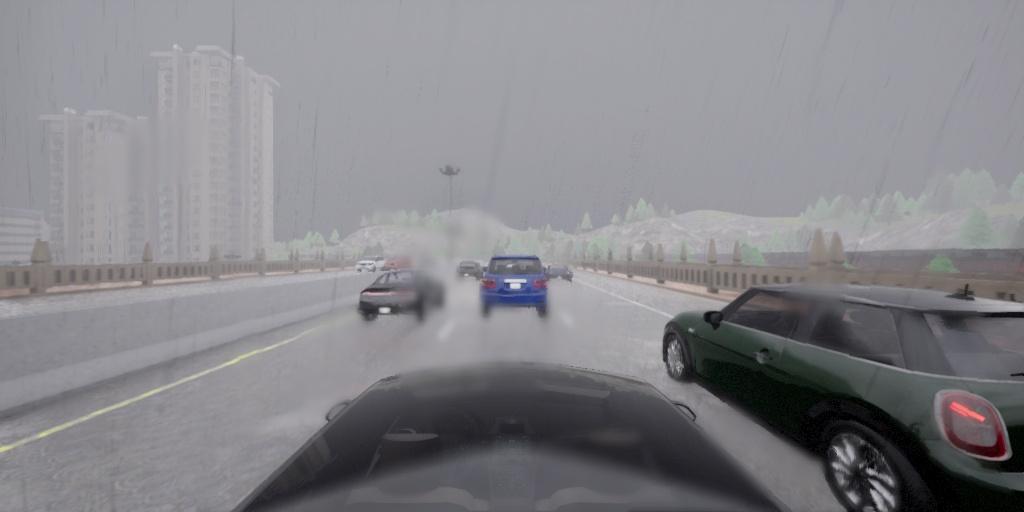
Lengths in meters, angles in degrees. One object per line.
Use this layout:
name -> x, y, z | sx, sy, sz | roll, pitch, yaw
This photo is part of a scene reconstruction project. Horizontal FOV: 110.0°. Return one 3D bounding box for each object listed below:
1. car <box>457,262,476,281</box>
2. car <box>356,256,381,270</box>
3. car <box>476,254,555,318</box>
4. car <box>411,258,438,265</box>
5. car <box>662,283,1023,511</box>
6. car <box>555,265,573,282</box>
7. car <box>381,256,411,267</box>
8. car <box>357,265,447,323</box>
car -> -3.407, 1.246, 30.073 | 1.837, 1.490, 4.892 | 0, 0, 0
car -> -17.586, 0.971, 45.141 | 2.150, 2.045, 5.566 | 0, 0, 0
car -> 0.096, 0.968, 13.173 | 2.150, 2.045, 5.566 | 0, 0, 0
car -> -10.591, 1.097, 44.729 | 2.097, 1.767, 4.553 | 0, 0, 0
car -> 3.600, 1.101, 4.258 | 2.097, 1.767, 4.553 | 0, 0, 0
car -> 3.594, 1.342, 28.756 | 1.895, 1.301, 4.718 | 0, 0, 0
car -> -14.088, 0.971, 45.064 | 2.150, 2.045, 5.566 | 0, 0, 0
car -> -3.403, 1.238, 12.014 | 2.128, 1.511, 4.902 | 0, 0, 0
